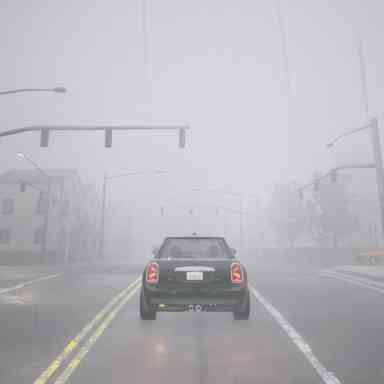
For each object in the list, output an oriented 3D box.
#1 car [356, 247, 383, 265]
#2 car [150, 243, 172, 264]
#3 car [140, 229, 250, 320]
[{"bbox_3d":[16.461,5.362,28.063,5.008,1.535,1.882,0,-11,1],"label":"car"},{"bbox_3d":[-3.335,6.564,35.338,2.150,2.045,5.566,1,-11,-6],"label":"car"},{"bbox_3d":[0.060,1.807,8.227,2.097,1.767,4.553,0,-7,0],"label":"car"}]
